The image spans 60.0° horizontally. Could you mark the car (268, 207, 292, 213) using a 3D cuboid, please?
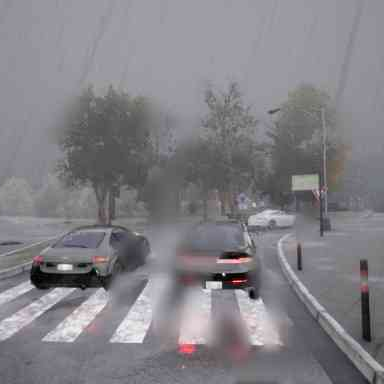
[{"bbox_3d":[19.126,4.001,72.499,4.718,1.301,1.895,-3,-5,37],"label":"car"}]

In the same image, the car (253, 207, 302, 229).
[{"bbox_3d":[6.406,2.102,25.681,4.674,1.442,1.812,0,-5,-34],"label":"car"}]

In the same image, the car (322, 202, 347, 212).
[{"bbox_3d":[26.622,2.900,62.953,2.150,2.045,5.566,2,-4,-23],"label":"car"}]

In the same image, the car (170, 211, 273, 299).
[{"bbox_3d":[0.675,1.485,8.497,2.128,1.511,4.902,-1,0,7],"label":"car"}]

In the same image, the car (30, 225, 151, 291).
[{"bbox_3d":[-2.486,1.590,9.128,1.994,1.385,4.181,-1,0,7],"label":"car"}]
